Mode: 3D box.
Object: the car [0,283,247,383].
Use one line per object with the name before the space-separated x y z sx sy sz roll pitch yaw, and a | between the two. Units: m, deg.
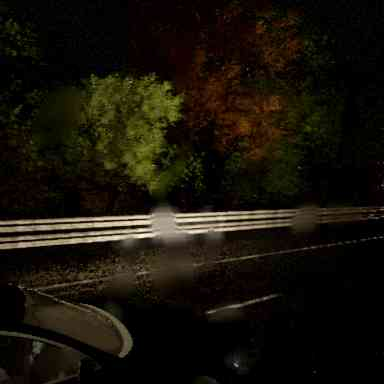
car | -1.770 1.477 2.486 5.008 1.535 1.882 0 0 -35
